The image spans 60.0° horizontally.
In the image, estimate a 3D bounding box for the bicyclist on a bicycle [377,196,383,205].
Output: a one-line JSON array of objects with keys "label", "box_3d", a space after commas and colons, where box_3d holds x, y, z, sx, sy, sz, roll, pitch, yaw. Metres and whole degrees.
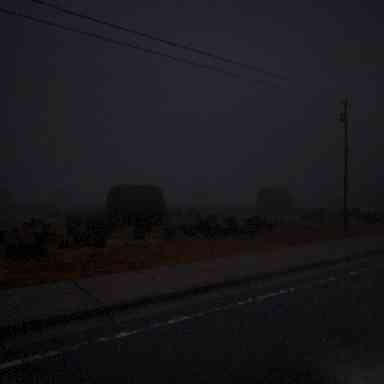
[{"label": "bicyclist on a bicycle", "box_3d": [25.888, 1.421, 45.818, 1.656, 1.620, 0.582, 0, 0, -33]}]
